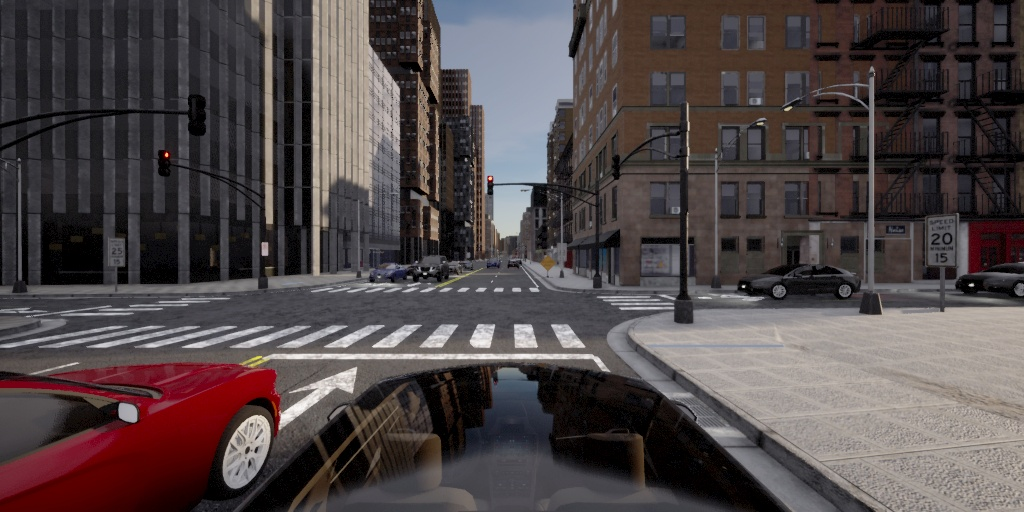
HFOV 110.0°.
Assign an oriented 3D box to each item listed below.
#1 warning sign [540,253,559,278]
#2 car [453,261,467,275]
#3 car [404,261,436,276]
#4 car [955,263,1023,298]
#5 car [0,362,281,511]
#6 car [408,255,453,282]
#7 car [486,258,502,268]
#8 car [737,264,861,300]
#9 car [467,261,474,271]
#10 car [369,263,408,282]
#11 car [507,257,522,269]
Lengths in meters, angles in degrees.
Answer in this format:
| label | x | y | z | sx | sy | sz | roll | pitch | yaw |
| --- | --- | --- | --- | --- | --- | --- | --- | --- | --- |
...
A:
| label | x | y | z | sx | sy | sz | roll | pitch | yaw |
| --- | --- | --- | --- | --- | --- | --- | --- | --- | --- |
| warning sign | 2.917 | 0.868 | 29.148 | 1.300 | 1.860 | 1.060 | 0 | 0 | 0 |
| car | -6.505 | 1.262 | 39.413 | 1.837 | 1.490 | 4.892 | 0 | 0 | 0 |
| car | -9.760 | 1.304 | 38.330 | 2.033 | 1.411 | 5.357 | 0 | 0 | 0 |
| car | 23.173 | 1.042 | 16.193 | 4.892 | 1.490 | 1.837 | 0 | 0 | 0 |
| car | -3.153 | 1.228 | 1.429 | 1.882 | 1.535 | 5.008 | 0 | 0 | 0 |
| car | -6.546 | 0.975 | 29.497 | 2.150 | 2.045 | 5.566 | 0 | 0 | -1 |
| car | -3.050 | 1.118 | 59.502 | 2.097 | 1.767 | 4.553 | 0 | 0 | 1 |
| car | 12.908 | 1.116 | 16.281 | 4.892 | 1.490 | 1.837 | 0 | 0 | -1 |
| car | -6.470 | 1.325 | 49.979 | 1.994 | 1.385 | 4.181 | 0 | 0 | 0 |
| car | -9.784 | 1.279 | 28.743 | 1.812 | 1.442 | 4.674 | 0 | 0 | 0 |
| car | 0.193 | 1.271 | 58.753 | 1.837 | 1.490 | 4.892 | 0 | 0 | 0 |
